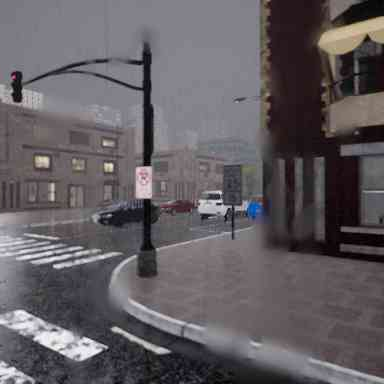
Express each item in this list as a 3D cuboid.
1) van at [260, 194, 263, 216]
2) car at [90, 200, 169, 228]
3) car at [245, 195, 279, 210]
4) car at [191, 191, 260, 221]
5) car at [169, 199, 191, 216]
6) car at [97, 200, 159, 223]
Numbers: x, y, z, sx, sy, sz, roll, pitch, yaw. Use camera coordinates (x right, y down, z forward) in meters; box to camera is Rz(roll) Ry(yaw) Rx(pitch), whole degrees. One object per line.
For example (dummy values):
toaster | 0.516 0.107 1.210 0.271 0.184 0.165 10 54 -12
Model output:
van | 5.579 1.039 24.068 1.690 1.788 3.998 1 1 35
car | -4.001 1.295 20.590 2.128 1.511 4.902 0 1 35
car | 7.954 1.074 37.424 1.837 1.490 4.892 0 1 35
car | 2.605 0.940 24.433 2.150 2.045 5.566 0 1 36
car | -1.267 1.294 28.907 1.802 1.307 4.206 1 1 35
car | -4.562 1.344 24.260 1.947 1.339 4.313 1 1 35
